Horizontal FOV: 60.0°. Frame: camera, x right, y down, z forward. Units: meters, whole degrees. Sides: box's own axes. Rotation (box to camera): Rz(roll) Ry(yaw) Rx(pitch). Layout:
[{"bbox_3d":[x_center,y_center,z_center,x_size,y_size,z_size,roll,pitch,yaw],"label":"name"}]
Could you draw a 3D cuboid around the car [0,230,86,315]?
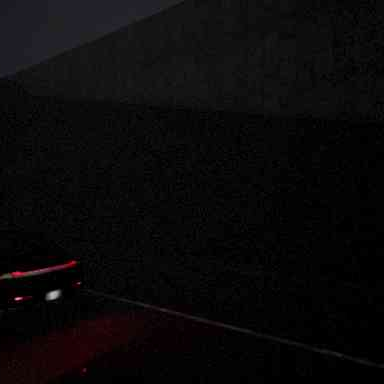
[{"bbox_3d":[-4.333,1.564,7.075,4.902,1.511,2.128,-1,0,36],"label":"car"}]
